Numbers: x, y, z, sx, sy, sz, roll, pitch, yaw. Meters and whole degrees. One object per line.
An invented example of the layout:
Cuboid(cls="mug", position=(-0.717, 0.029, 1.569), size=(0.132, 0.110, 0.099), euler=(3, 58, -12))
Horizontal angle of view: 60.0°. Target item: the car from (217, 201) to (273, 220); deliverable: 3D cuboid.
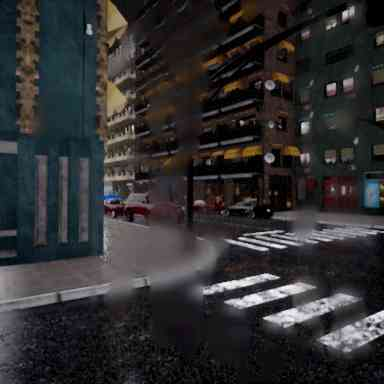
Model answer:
Cuboid(cls="car", position=(4.307, 1.347, 25.693), size=(1.947, 1.339, 4.313), euler=(2, 0, -36))

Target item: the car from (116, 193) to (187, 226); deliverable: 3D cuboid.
Cuboid(cls="car", position=(-2.501, 1.030, 20.816), size=(2.192, 1.841, 5.009), euler=(2, 0, -36))

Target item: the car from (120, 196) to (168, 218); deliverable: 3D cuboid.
Cuboid(cls="car", position=(-4.068, 1.149, 27.378), size=(1.837, 1.490, 4.892), euler=(1, 1, -36))

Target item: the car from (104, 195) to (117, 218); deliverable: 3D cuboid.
Cuboid(cls="car", position=(-5.770, 1.179, 25.331), size=(1.887, 1.381, 4.507), euler=(2, 0, -36))

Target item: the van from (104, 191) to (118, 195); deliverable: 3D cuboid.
Cuboid(cls="van", position=(-12.004, 0.719, 48.267), size=(1.690, 1.788, 3.998), euler=(2, 0, -36))

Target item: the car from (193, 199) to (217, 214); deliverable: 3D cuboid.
Cuboid(cls="car", position=(1.044, 1.282, 30.208), size=(1.802, 1.307, 4.206), euler=(2, 0, -36))
